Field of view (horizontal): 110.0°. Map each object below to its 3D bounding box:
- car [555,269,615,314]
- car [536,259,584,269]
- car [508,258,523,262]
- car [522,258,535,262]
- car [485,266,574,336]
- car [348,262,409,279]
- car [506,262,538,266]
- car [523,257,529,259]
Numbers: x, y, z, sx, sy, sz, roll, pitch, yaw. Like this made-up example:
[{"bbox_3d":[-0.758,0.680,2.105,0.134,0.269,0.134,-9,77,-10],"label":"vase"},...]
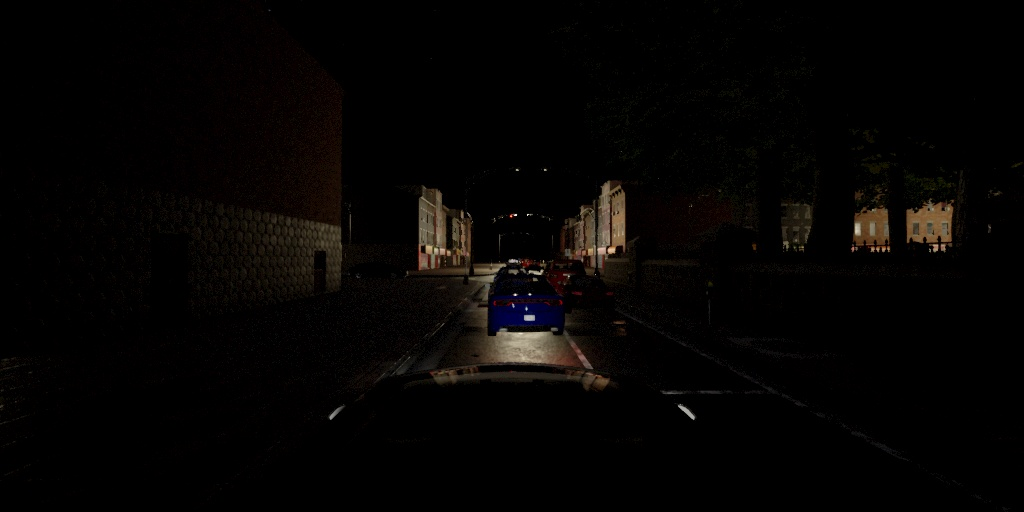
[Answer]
[{"bbox_3d":[2.646,1.336,13.511,1.802,1.307,4.207,0,0,0],"label":"car"},{"bbox_3d":[2.650,1.074,18.960,2.192,1.841,5.009,0,0,0],"label":"car"},{"bbox_3d":[0.148,1.311,51.274,2.128,1.511,4.902,0,0,0],"label":"car"},{"bbox_3d":[2.668,1.350,45.389,1.888,1.381,4.507,0,0,0],"label":"car"},{"bbox_3d":[0.231,1.230,10.475,1.882,1.535,5.008,0,0,-4],"label":"car"},{"bbox_3d":[-11.307,1.245,30.544,4.892,1.490,1.837,0,-1,0],"label":"car"},{"bbox_3d":[0.081,1.236,18.007,1.882,1.535,5.008,0,0,1],"label":"car"},{"bbox_3d":[2.680,1.395,61.701,1.888,1.381,4.507,0,0,0],"label":"car"}]
